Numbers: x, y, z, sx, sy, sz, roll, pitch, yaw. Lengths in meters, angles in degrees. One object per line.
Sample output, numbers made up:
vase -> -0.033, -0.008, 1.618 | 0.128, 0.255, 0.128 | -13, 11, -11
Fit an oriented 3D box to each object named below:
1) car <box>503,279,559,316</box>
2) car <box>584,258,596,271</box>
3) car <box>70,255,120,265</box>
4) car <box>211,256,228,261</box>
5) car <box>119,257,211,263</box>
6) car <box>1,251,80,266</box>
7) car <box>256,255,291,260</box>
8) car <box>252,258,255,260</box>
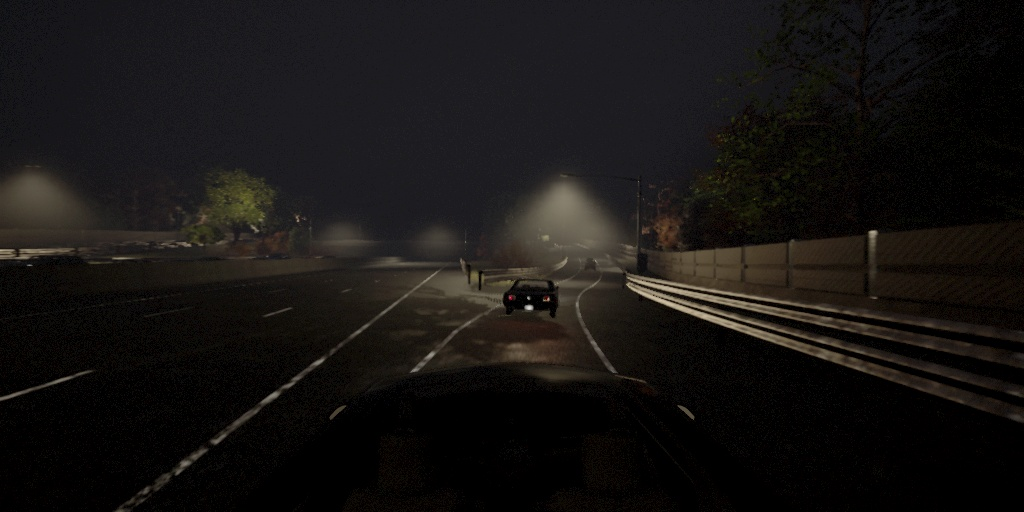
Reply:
car -> 0.948, 1.575, 14.631 | 1.895, 1.301, 4.718 | 1, -2, 9
car -> 13.238, 1.688, 60.652 | 1.837, 1.490, 4.892 | 1, 2, 12
car -> -29.653, 0.888, 27.326 | 2.128, 1.511, 4.902 | 1, 0, -8
car -> -35.244, 0.809, 41.543 | 1.882, 1.535, 5.008 | 1, 0, -8
car -> -26.126, 0.983, 27.353 | 2.033, 1.411, 5.357 | 1, 0, -8
car -> -32.902, 0.712, 25.348 | 2.097, 1.767, 4.553 | 1, 0, -8
car -> -28.534, 0.953, 44.042 | 2.033, 1.411, 5.357 | 1, 0, -8
car -> -32.355, 0.889, 46.111 | 1.812, 1.442, 4.674 | 1, 0, -8
